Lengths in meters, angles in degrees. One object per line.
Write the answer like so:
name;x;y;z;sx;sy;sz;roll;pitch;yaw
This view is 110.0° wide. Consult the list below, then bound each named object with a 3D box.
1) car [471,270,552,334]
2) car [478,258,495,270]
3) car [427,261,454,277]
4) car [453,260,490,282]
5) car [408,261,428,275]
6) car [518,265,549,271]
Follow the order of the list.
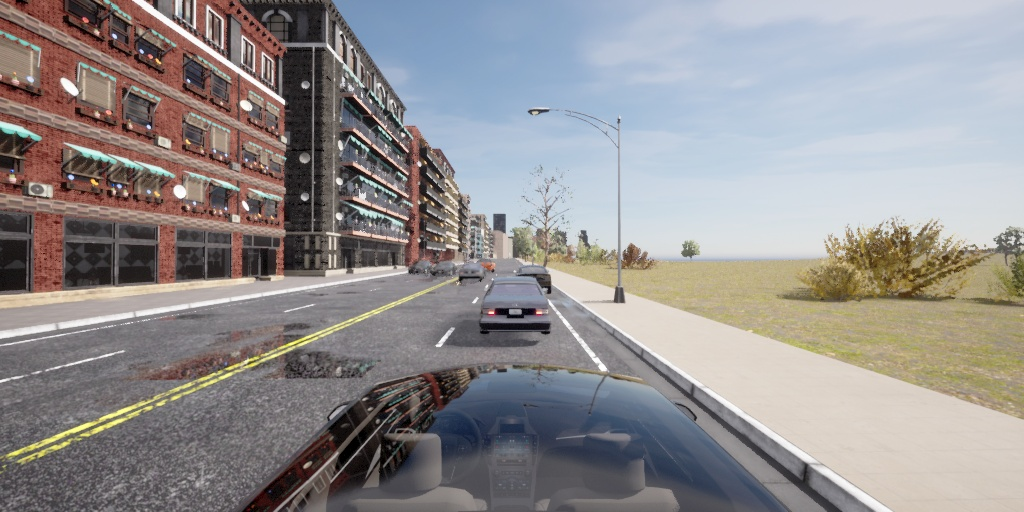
car;0.094;1.298;10.553;2.033;1.411;5.357;0;0;0
car;-3.187;1.100;44.745;2.097;1.767;4.553;0;0;0
car;-6.633;1.254;35.420;1.837;1.490;4.892;0;0;0
car;-3.169;1.297;29.267;2.033;1.411;5.357;0;0;0
car;-9.886;1.253;39.018;1.837;1.490;4.892;0;0;0
car;1.120;1.228;20.316;1.882;1.535;5.008;0;0;0
